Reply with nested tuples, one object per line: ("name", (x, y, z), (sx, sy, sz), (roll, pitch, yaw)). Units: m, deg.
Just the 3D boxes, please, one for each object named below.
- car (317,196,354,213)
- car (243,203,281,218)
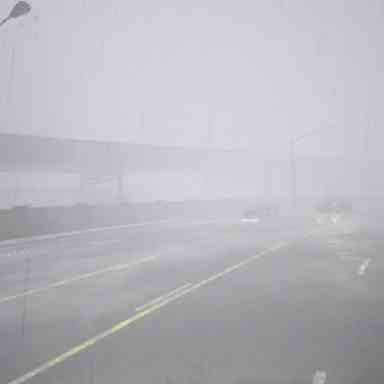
("car", (14.798, 1.257, 34.345), (4.553, 1.767, 2.097), (0, -3, -42))
("car", (6.521, 1.691, 31.102), (1.994, 1.385, 4.181), (-4, -2, 44))
